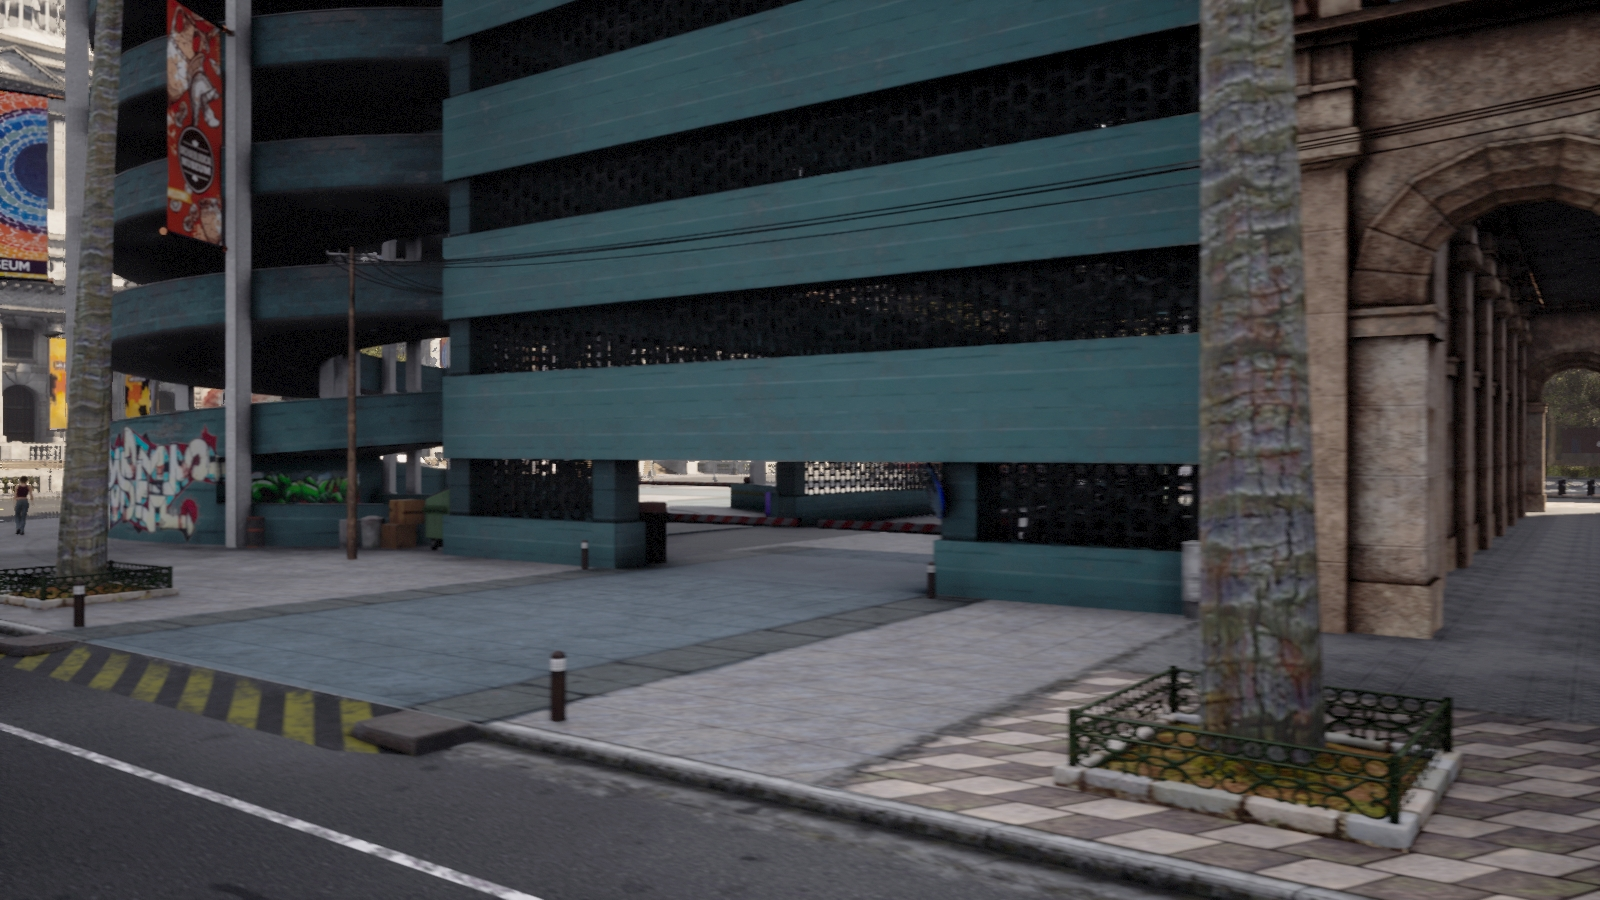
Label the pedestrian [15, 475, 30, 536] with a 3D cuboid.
[{"bbox_3d":[-24.042,1.696,35.328,0.375,1.860,0.375,0,0,-33],"label":"pedestrian"}]
